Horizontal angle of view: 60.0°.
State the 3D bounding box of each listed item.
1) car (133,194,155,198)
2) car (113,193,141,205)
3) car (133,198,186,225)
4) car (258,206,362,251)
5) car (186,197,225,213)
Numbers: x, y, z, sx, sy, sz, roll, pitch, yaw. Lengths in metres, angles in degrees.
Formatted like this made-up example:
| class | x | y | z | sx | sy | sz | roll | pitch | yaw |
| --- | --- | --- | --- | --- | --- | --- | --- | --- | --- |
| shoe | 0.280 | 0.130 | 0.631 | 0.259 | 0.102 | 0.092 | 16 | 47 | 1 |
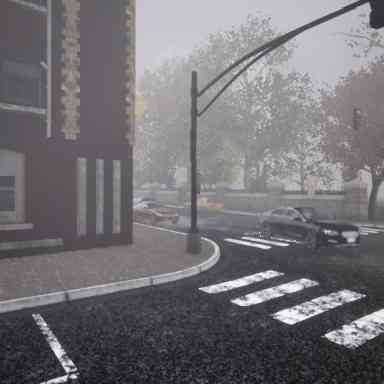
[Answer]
| class | x | y | z | sx | sy | sz | roll | pitch | yaw |
| --- | --- | --- | --- | --- | --- | --- | --- | --- | --- |
| car | -3.557 | 1.113 | 26.940 | 1.812 | 1.442 | 4.674 | 0 | 1 | -36 |
| car | -8.651 | 0.864 | 43.897 | 2.008 | 1.369 | 4.403 | 1 | 0 | -36 |
| car | -2.474 | 1.257 | 21.042 | 1.802 | 1.307 | 4.206 | 2 | 0 | -36 |
| car | 4.665 | 1.359 | 13.837 | 2.128 | 1.511 | 4.902 | 2 | 1 | -21 |
| car | 0.979 | 1.129 | 30.571 | 1.752 | 1.417 | 4.829 | 1 | 0 | -36 |
